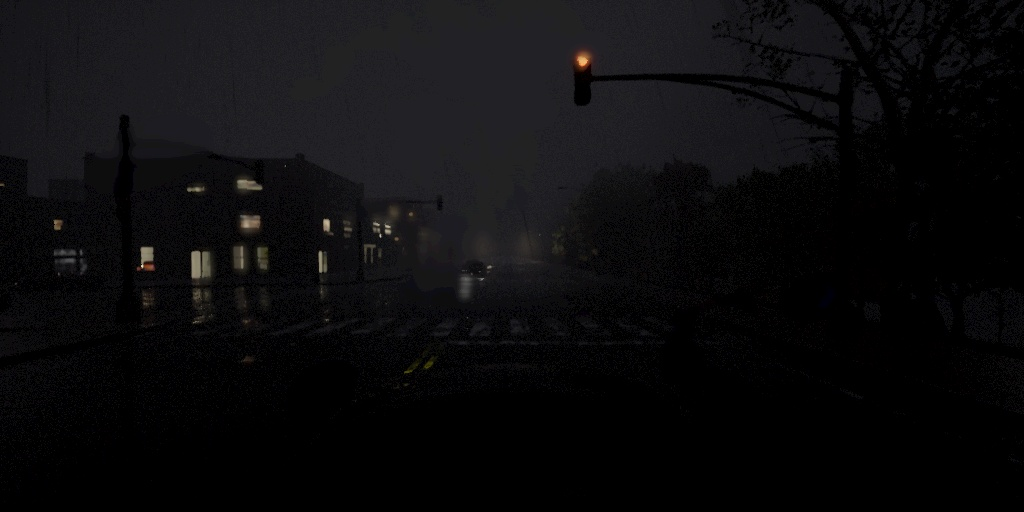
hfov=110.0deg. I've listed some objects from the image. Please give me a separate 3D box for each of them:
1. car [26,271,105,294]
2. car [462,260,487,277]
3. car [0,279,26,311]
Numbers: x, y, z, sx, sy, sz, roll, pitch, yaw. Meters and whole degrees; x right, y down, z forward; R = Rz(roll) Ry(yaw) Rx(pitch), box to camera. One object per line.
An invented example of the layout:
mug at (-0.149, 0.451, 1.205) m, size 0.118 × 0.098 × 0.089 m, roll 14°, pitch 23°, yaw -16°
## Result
car at (-28.387, 1.599, 22.551) m, size 4.403 × 1.370 × 2.007 m, roll 0°, pitch 0°, yaw -1°
car at (-3.364, 1.205, 33.023) m, size 1.837 × 1.490 × 4.892 m, roll 0°, pitch 2°, yaw 0°
car at (-22.653, 1.643, 14.047) m, size 4.313 × 1.339 × 1.948 m, roll 0°, pitch 0°, yaw -1°
